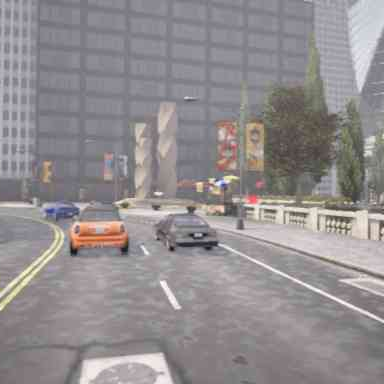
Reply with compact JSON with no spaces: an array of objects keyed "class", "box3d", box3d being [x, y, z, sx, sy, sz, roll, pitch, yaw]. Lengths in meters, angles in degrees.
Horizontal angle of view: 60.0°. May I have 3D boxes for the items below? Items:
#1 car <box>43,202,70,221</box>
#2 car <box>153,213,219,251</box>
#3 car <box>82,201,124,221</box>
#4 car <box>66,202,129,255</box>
[{"class":"car","box3d":[-11.058,1.547,28.116,1.882,1.535,5.008,1,0,-38]},{"class":"car","box3d":[-0.443,1.653,14.720,2.033,1.411,5.357,1,0,-16]},{"class":"car","box3d":[-8.153,1.630,30.088,1.837,1.490,4.892,1,0,-38]},{"class":"car","box3d":[-3.846,1.406,13.884,2.097,1.767,4.553,1,-1,-16]}]
